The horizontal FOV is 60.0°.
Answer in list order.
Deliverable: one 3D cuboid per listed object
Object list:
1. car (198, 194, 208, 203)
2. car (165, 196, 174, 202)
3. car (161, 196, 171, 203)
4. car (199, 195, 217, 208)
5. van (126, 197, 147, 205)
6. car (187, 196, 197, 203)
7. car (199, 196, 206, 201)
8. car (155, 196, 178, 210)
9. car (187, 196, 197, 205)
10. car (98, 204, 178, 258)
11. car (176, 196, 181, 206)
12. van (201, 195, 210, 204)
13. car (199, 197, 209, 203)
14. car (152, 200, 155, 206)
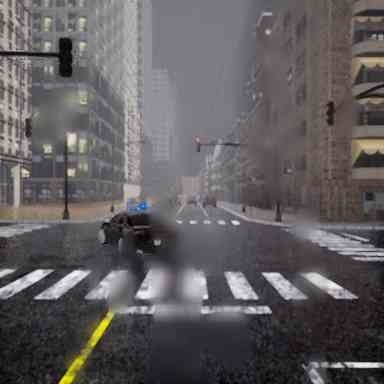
[{"bbox_3d":[2.678,1.525,78.782,2.192,1.841,5.009,0,0,0],"label":"car"},{"bbox_3d":[-5.702,1.778,84.330,2.008,1.369,4.403,0,0,0],"label":"car"},{"bbox_3d":[-5.701,1.633,73.228,1.967,1.590,4.097,0,0,0],"label":"car"},{"bbox_3d":[2.682,1.444,51.028,2.192,1.841,5.009,0,0,0],"label":"car"},{"bbox_3d":[-5.696,1.424,34.372,1.690,1.788,3.998,0,0,0],"label":"van"},{"bbox_3d":[-0.008,1.584,73.874,2.033,1.411,5.357,0,0,0],"label":"car"},{"bbox_3d":[2.988,1.785,93.946,1.812,1.442,4.674,0,0,0],"label":"car"},{"bbox_3d":[-3.097,1.606,41.276,1.837,1.490,4.892,0,0,0],"label":"car"},{"bbox_3d":[-0.005,1.766,63.898,1.895,1.301,4.718,0,0,0],"label":"car"},{"bbox_3d":[-2.277,1.501,13.178,1.882,1.535,5.008,2,0,-28],"label":"car"},{"bbox_3d":[-3.050,1.502,58.750,2.097,1.767,4.553,0,0,0],"label":"car"},{"bbox_3d":[2.680,1.517,67.680,1.690,1.788,3.998,0,0,0],"label":"van"},{"bbox_3d":[2.680,1.743,73.230,2.008,1.369,4.403,0,0,0],"label":"car"},{"bbox_3d":[-5.699,1.669,56.406,1.752,1.417,4.829,0,0,0],"label":"car"}]
